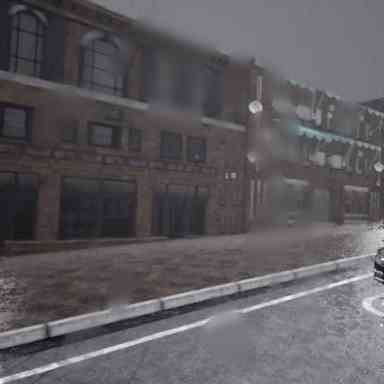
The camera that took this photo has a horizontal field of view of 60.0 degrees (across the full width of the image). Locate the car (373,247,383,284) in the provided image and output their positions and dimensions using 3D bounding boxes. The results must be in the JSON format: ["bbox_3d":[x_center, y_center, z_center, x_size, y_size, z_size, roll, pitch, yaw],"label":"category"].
[{"bbox_3d":[6.385,1.492,8.247,4.902,1.511,2.128,0,0,-36],"label":"car"}]
